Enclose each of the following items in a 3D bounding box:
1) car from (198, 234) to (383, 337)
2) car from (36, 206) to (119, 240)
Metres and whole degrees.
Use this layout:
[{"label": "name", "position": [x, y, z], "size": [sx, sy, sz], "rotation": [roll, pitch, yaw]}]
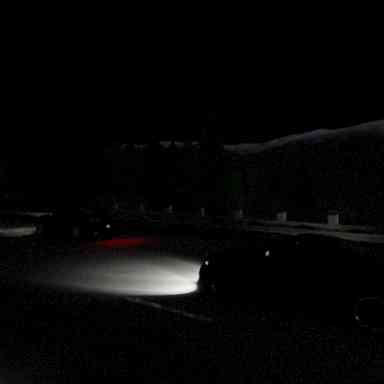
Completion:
[{"label": "car", "position": [2.200, 1.554, 6.723], "size": [4.181, 1.385, 1.994], "rotation": [0, 0, 36]}, {"label": "car", "position": [-5.881, 1.430, 16.796], "size": [5.008, 1.535, 1.882], "rotation": [0, 0, 36]}]
